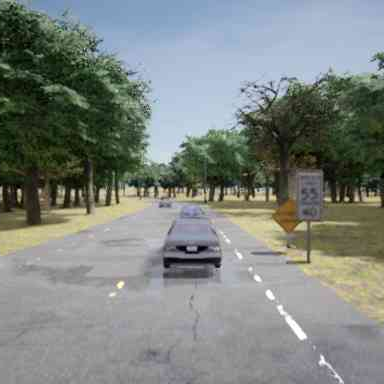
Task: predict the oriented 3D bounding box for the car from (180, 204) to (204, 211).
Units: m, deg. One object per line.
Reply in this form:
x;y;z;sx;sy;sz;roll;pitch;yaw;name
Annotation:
-0.020;1.679;26.627;2.033;1.411;5.357;0;0;0;car

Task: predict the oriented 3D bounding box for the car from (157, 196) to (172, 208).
-4.145;1.790;52.338;1.812;1.442;4.674;0;0;-2;car

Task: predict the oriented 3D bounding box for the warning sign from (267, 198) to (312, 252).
3.542;1.178;12.226;1.300;1.860;1.060;1;1;0;warning sign

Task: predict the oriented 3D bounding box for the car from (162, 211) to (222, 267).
0.017;1.606;11.614;2.033;1.411;5.357;0;0;0;car
